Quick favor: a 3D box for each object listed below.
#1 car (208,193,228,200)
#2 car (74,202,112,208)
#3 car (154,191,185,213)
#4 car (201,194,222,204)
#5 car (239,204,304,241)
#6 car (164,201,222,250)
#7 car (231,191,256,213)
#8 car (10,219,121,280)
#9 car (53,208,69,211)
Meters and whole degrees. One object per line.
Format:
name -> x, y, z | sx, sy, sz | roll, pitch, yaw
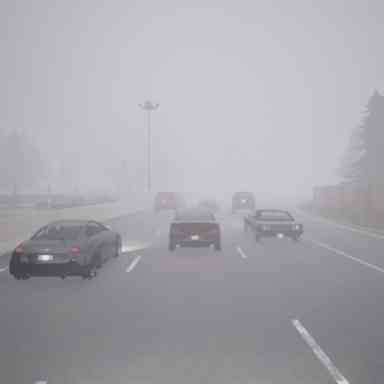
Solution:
car -> 5.772, 0.900, 72.390 | 2.033, 1.411, 5.357 | 0, 1, 32
car -> -9.243, 1.199, 32.610 | 1.882, 1.535, 5.008 | 0, 0, 9
car -> -2.075, 0.947, 32.149 | 2.150, 2.045, 5.566 | 0, 0, 9
car -> 1.845, 1.234, 34.118 | 1.812, 1.442, 4.674 | 0, 0, 10
car -> 3.628, 1.466, 15.745 | 1.895, 1.301, 4.718 | 0, 0, 1
car -> 0.108, 1.360, 13.667 | 1.882, 1.535, 5.008 | 0, 0, 0
car -> 5.013, 0.946, 32.244 | 2.150, 2.045, 5.566 | 0, 0, 9
car -> -3.397, 1.480, 9.724 | 1.994, 1.385, 4.181 | 0, 0, 0
car -> -12.487, 1.184, 34.396 | 1.882, 1.535, 5.008 | 0, 0, 10
